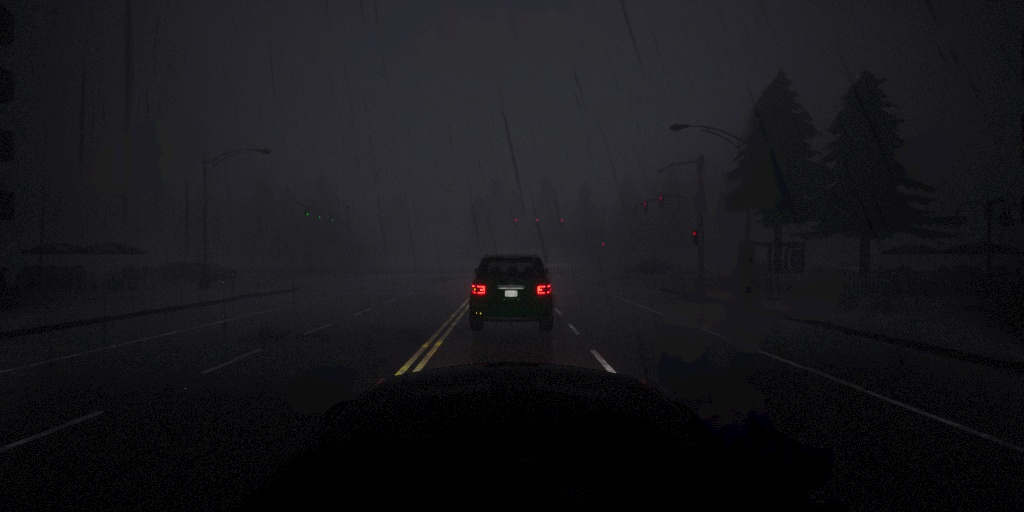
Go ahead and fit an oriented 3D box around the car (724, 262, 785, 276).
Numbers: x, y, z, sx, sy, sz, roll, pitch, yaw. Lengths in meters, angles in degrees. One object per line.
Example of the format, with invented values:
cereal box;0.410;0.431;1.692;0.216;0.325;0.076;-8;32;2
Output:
car;23.724;1.242;34.766;5.357;1.411;2.033;0;0;0

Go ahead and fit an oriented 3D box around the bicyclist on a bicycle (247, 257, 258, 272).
bicyclist on a bicycle;-30.097;0.995;41.602;0.582;1.620;1.656;0;0;0

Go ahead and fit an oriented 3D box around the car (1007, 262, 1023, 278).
car;47.457;1.187;32.471;4.902;1.511;2.128;0;0;19

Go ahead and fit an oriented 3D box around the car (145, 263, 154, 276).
car;-27.777;1.241;30.611;5.357;1.411;2.033;0;0;-2

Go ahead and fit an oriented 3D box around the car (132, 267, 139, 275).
car;-33.431;1.258;34.238;4.181;1.385;1.994;0;0;-1

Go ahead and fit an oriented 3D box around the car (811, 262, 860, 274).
car;34.775;1.295;38.163;4.718;1.301;1.895;0;0;2

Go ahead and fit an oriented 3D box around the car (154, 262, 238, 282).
car;-23.528;1.196;27.150;4.892;1.490;1.837;1;0;-1

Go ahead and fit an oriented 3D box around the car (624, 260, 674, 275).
car;14.562;1.172;38.192;5.008;1.535;1.882;0;0;0

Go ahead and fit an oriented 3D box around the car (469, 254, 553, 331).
car;-0.020;0.971;11.086;2.150;2.045;5.566;0;0;0
